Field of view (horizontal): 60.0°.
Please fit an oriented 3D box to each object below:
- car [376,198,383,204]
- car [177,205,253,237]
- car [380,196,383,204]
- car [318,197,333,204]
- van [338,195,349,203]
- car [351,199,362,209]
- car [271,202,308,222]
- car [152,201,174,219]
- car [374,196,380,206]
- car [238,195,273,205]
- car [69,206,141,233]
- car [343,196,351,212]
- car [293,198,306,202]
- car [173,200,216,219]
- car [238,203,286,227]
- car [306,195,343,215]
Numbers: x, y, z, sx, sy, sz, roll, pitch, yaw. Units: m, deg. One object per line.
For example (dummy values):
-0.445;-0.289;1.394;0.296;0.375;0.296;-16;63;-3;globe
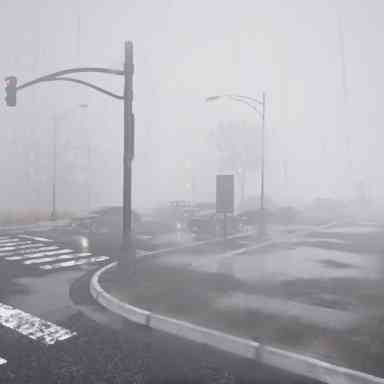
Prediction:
44.664;2.047;78.102;2.008;1.369;4.403;1;0;36;car
1.449;1.696;19.077;2.008;1.369;4.403;1;0;36;car
41.380;1.784;73.629;2.192;1.841;5.009;1;0;36;car
28.049;1.849;69.643;1.947;1.339;4.313;1;0;36;car
37.912;1.707;83.063;1.690;1.788;3.998;1;0;36;van
24.942;1.774;51.264;1.967;1.590;4.097;1;0;36;car
7.939;1.779;27.911;1.802;1.307;4.206;1;0;36;car
-1.637;1.481;29.463;1.967;1.590;4.097;1;0;36;car
34.903;1.941;64.820;1.752;1.417;4.829;1;0;36;car
7.135;1.358;36.784;2.150;2.045;5.566;1;0;36;car
-5.108;1.564;20.147;1.812;1.442;4.674;1;0;36;car
18.410;1.721;42.289;1.967;1.590;4.097;1;0;36;car
18.087;1.727;56.088;1.752;1.417;4.829;1;0;36;car
0.894;1.591;28.311;1.837;1.490;4.892;1;0;36;car
4.695;1.737;23.495;1.947;1.339;4.313;1;0;36;car
15.151;1.569;37.796;2.192;1.841;5.009;1;0;36;car
